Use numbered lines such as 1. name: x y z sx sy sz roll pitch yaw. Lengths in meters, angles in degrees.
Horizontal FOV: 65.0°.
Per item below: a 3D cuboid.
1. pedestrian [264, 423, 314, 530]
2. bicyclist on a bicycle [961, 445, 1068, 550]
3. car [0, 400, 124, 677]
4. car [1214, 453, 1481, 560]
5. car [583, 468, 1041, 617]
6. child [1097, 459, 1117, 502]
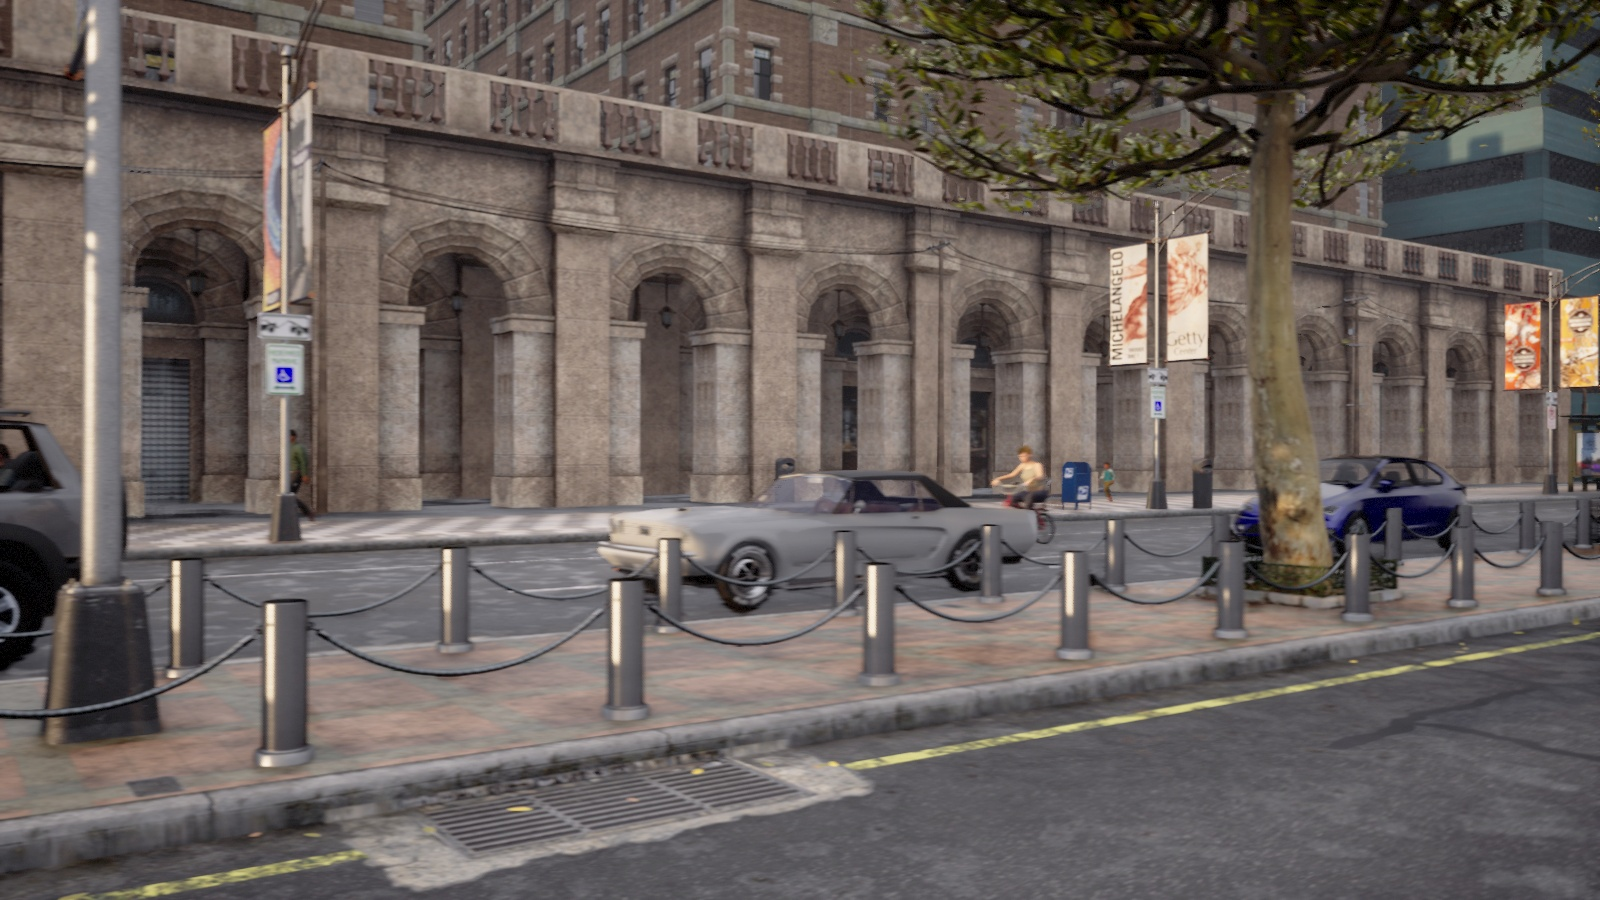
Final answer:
1. pedestrian: -9.478 0.479 23.289 0.788 1.949 0.423 0 0 -35
2. bicyclist on a bicycle: 3.431 0.723 20.065 1.509 1.612 0.866 0 0 -35
3. car: -7.191 0.597 8.328 4.605 1.855 1.932 0 0 -34
4. car: 8.462 0.788 19.296 4.193 1.474 1.816 0 0 -35
5. car: 0.236 0.878 13.570 4.718 1.301 1.895 0 0 -35
6. child: 8.543 0.849 34.956 0.448 1.192 0.343 0 0 -35
